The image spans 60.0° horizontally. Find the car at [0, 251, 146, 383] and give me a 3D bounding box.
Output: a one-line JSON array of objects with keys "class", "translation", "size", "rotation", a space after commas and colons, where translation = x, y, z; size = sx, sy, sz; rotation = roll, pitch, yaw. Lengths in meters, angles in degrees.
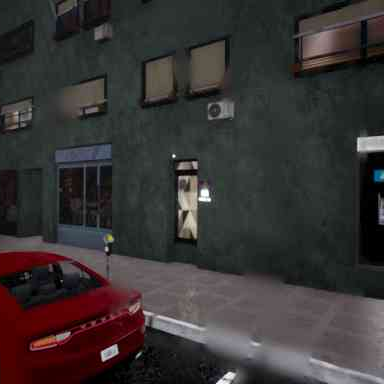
[{"class": "car", "translation": [-2.676, 1.544, 4.772], "size": [4.507, 1.381, 1.887], "rotation": [0, 0, 35]}]
